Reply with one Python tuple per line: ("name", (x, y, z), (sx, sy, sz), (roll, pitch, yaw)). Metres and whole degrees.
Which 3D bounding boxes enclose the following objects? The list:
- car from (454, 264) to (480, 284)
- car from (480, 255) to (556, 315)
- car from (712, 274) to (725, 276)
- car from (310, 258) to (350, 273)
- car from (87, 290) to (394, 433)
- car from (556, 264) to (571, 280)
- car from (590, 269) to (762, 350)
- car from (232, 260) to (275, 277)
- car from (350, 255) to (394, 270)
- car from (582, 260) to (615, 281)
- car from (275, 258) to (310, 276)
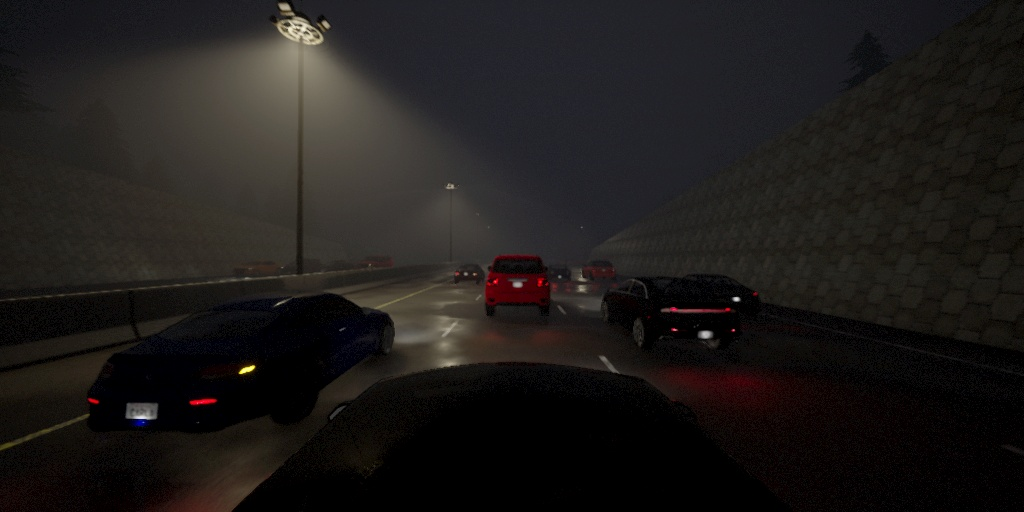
("car", (-3.158, 1.295, 27.215), (2.033, 1.411, 5.357), (0, 0, 1))
("car", (0.221, 0.978, 13.716), (2.150, 2.045, 5.566), (0, 0, 1))
("car", (7.205, 1.356, 13.482), (1.994, 1.385, 4.181), (0, 0, 1))
("car", (-17.197, 1.174, 35.271), (2.128, 1.511, 4.902), (0, 0, 1))
("car", (-3.387, 1.261, 5.602), (1.812, 1.442, 4.674), (0, 0, 0))
("car", (3.882, 1.385, 31.142), (1.895, 1.301, 4.718), (0, 0, 1))
("car", (3.661, 1.264, 9.155), (2.128, 1.511, 4.902), (0, 0, 1))
("car", (-24.216, 1.123, 34.339), (1.882, 1.535, 5.008), (0, 0, 1))
("car", (-13.679, 0.926, 36.034), (2.150, 2.045, 5.566), (0, 0, 1))
("car", (7.379, 1.154, 30.858), (2.097, 1.767, 4.553), (0, 0, 1))
("car", (-20.691, 1.015, 35.609), (2.097, 1.767, 4.553), (0, 0, 1))
